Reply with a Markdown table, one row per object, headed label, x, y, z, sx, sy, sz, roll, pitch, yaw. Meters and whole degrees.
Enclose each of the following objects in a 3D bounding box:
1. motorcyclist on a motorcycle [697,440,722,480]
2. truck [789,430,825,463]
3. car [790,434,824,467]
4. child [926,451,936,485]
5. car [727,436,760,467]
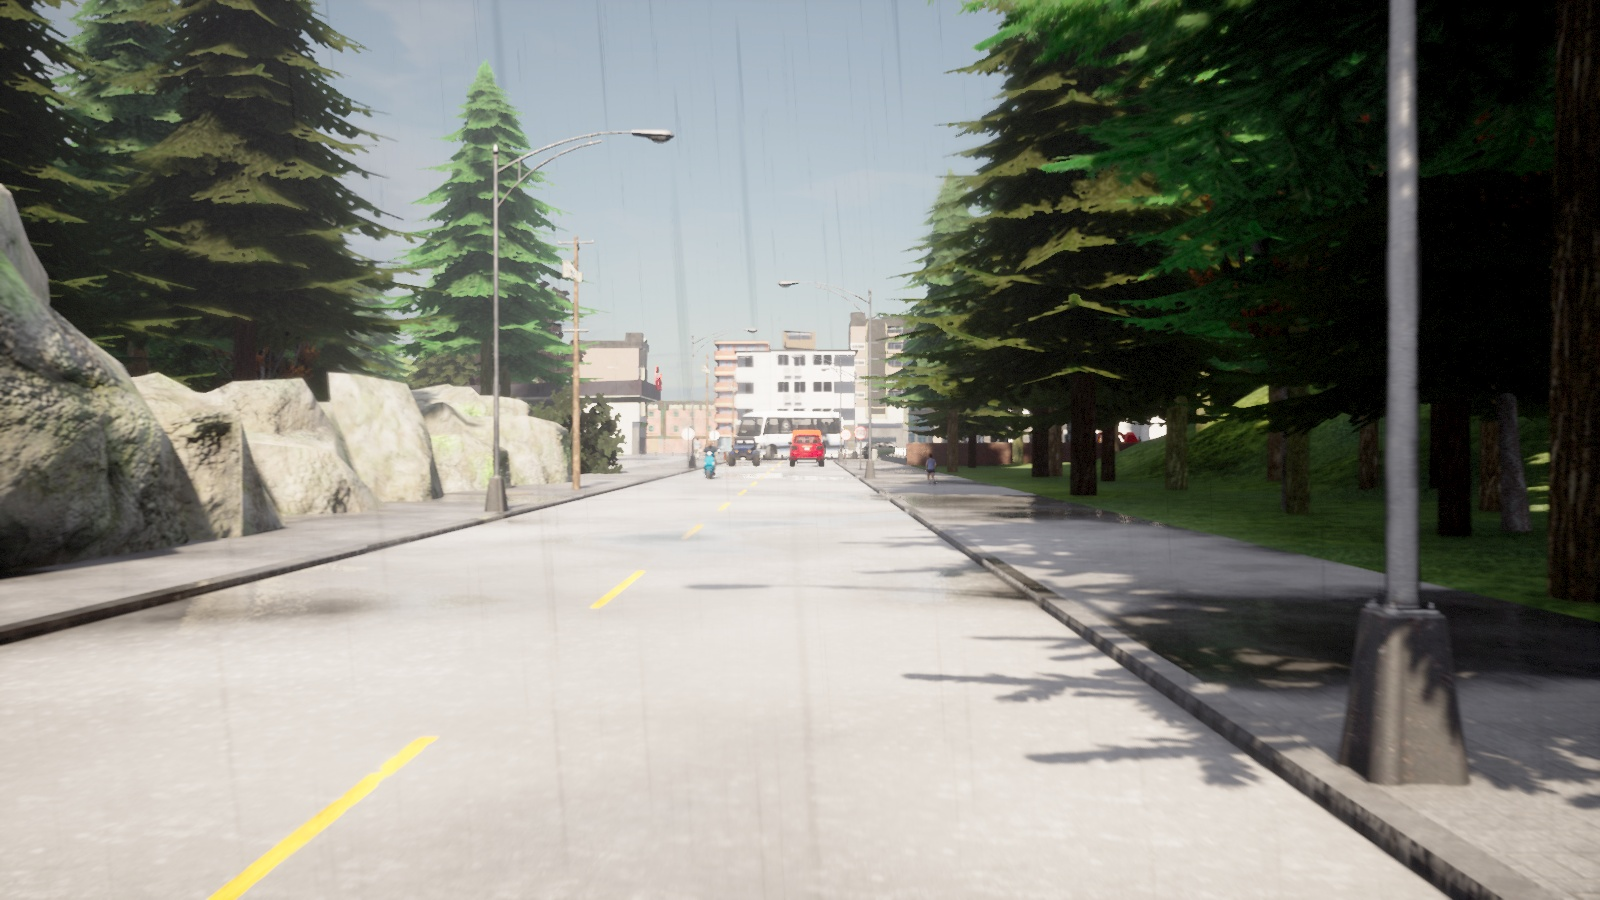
| label | x | y | z | sx | sy | sz | roll | pitch | yaw |
| --- | --- | --- | --- | --- | --- | --- | --- | --- | --- |
| motorcyclist on a motorcycle | -3.690 | 0.408 | 51.302 | 0.866 | 1.590 | 1.817 | 0 | 1 | 0 |
| truck | 0.508 | -0.273 | 94.600 | 2.627 | 2.467 | 5.204 | 0 | 0 | 0 |
| car | 0.446 | 0.012 | 80.564 | 2.150 | 2.045 | 5.566 | 0 | 0 | 0 |
| child | 4.370 | 0.604 | 41.794 | 0.255 | 1.110 | 0.394 | 0 | 0 | -5 |
| car | -3.557 | 0.090 | 79.806 | 1.905 | 1.878 | 3.866 | 0 | 0 | 0 |
